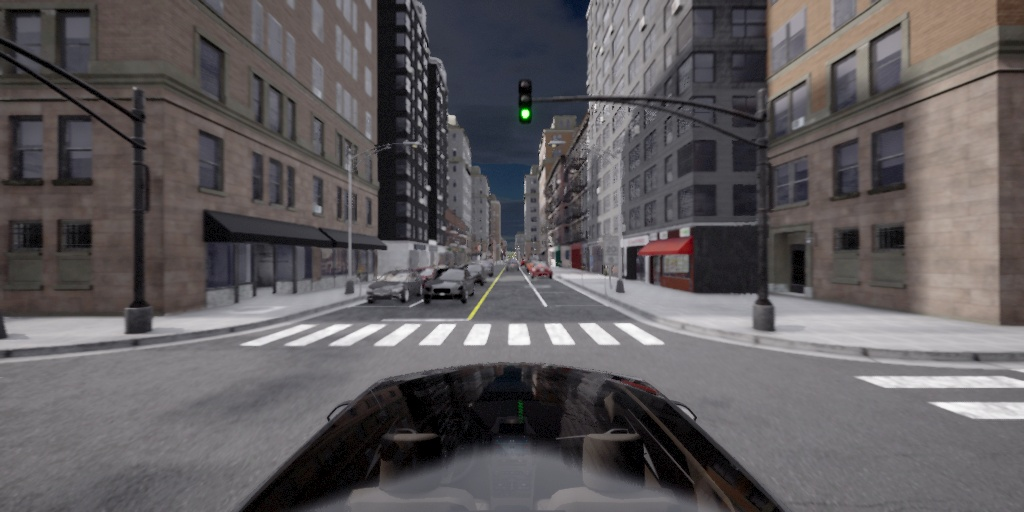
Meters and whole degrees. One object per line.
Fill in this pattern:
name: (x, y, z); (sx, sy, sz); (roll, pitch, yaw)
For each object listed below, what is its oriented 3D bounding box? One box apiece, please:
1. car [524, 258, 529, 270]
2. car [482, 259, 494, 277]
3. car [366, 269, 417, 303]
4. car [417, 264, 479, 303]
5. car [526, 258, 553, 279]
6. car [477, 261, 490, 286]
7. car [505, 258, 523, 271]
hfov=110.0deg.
car: (2.990, 1.207, 46.994); (2.097, 1.767, 4.553); (0, 0, 0)
car: (-2.835, 1.347, 36.610); (2.128, 1.511, 4.902); (0, 0, 0)
car: (-5.385, 1.363, 16.982); (2.007, 1.370, 4.403); (0, 0, 0)
car: (-2.851, 1.306, 17.030); (1.837, 1.490, 4.892); (0, 0, 0)
car: (2.642, 1.261, 33.336); (1.967, 1.591, 4.097); (0, 0, 0)
car: (-2.852, 1.333, 26.375); (1.837, 1.490, 4.892); (0, 0, 0)
car: (0.102, 1.370, 51.114); (2.128, 1.511, 4.902); (0, 0, 0)
